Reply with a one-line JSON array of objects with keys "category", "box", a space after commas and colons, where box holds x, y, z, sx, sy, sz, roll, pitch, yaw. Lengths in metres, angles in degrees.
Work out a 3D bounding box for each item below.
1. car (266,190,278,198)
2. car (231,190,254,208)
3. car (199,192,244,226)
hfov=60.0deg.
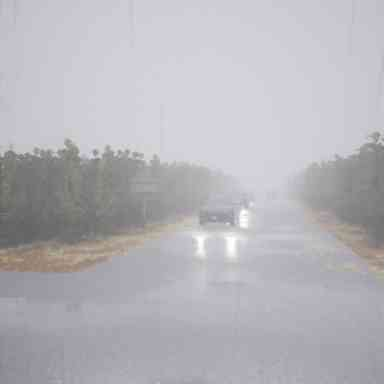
[{"category": "car", "box": [13.792, 0.284, 57.414, 1.895, 1.301, 4.718, 0, 1, 13]}, {"category": "car", "box": [4.233, 0.605, 30.355, 2.128, 1.511, 4.902, 0, 2, 13]}, {"category": "car", "box": [1.678, 0.973, 19.162, 1.882, 1.535, 5.008, 0, 1, 13]}]
